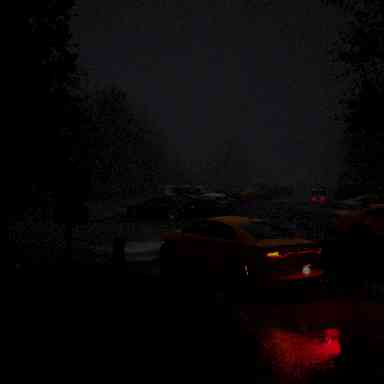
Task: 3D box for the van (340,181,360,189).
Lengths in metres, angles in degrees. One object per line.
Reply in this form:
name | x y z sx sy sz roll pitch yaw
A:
van | 38.061 -1.671 80.171 4.442 1.987 1.878 1 2 24

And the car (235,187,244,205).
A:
car | 1.508 0.593 29.684 5.366 1.575 1.946 1 3 24

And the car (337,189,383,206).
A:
car | 16.635 0.474 32.007 4.792 1.488 2.163 1 3 24

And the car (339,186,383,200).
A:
car | 20.073 0.134 39.559 4.792 1.488 2.163 1 3 24

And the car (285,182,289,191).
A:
car | 13.755 -0.568 57.623 4.792 1.488 2.163 1 2 24

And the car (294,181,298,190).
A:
car | 18.303 -0.981 67.746 4.892 1.521 2.231 1 2 24

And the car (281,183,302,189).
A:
car | 23.969 -1.422 80.410 4.674 1.452 2.002 1 2 24

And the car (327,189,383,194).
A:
car | 13.105 0.799 24.491 5.366 1.575 1.946 1 3 24

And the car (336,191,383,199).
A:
car | 9.966 1.034 16.930 4.553 1.767 2.185 1 3 24

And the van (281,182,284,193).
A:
van | 11.625 -0.629 52.488 4.442 1.987 1.878 1 2 24

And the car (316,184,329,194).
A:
car | 22.384 -0.568 56.910 1.882 1.535 5.008 1 2 24

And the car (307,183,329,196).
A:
car | 18.186 -0.197 47.515 2.128 1.511 4.902 1 2 24

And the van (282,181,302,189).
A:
van | 24.992 -1.786 82.982 4.442 1.987 1.878 1 2 24

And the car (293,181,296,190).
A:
car | 17.183 -0.884 65.207 4.892 1.521 2.231 1 2 24

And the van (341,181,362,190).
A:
van | 37.090 -1.567 77.428 4.442 1.987 1.878 1 2 24

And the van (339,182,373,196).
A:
van | 24.456 -0.515 49.717 4.442 1.987 1.878 1 2 24

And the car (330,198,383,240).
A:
car | 8.803 1.279 14.423 5.008 1.535 2.097 1 3 24

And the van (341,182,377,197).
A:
van | 23.539 -0.416 47.094 4.442 1.987 1.878 1 2 24

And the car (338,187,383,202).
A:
car | 18.997 0.238 37.151 4.792 1.488 2.163 1 3 24

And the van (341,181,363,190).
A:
van | 36.012 -1.475 75.014 4.442 1.987 1.878 1 2 24

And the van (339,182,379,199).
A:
van | 21.069 -0.224 42.116 4.442 1.987 1.878 1 3 24

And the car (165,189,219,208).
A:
car | -0.920 0.834 24.693 5.008 1.535 2.097 1 3 24

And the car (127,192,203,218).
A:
car | -2.083 0.983 22.176 4.792 1.488 2.163 1 3 24

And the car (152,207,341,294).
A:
car | 0.942 1.359 8.600 1.882 1.535 5.008 2 -1 -32

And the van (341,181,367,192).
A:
van | 31.495 -1.092 64.903 4.442 1.987 1.878 1 2 24

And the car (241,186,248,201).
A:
car | 2.476 0.474 32.290 4.892 1.521 2.231 1 3 24

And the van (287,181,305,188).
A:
van | 28.380 -2.000 90.569 4.442 1.987 1.878 1 1 24

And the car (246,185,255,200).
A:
car | 3.432 0.347 34.900 5.366 1.575 1.946 1 3 24

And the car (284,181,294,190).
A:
car | 15.876 -0.795 62.752 5.366 1.575 1.946 1 2 24

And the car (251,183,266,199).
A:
car | 5.745 0.104 40.074 5.366 1.575 1.946 1 3 24

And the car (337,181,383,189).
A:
car | 15.558 0.314 29.445 5.566 2.045 2.435 1 3 24

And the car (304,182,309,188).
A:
car | 26.256 -1.905 85.455 5.566 2.045 2.435 1 2 24

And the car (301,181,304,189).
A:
car | 22.830 -1.367 77.879 5.008 1.535 2.097 1 2 24

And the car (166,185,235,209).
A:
car | 0.232 0.463 27.204 5.566 2.045 2.435 1 3 24

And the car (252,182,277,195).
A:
car | 9.285 -0.335 47.462 4.553 1.767 2.185 1 3 24

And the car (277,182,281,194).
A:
car | 10.414 -0.279 49.999 4.792 1.488 2.163 1 2 24

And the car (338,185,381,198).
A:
car | 22.308 -0.096 44.620 5.008 1.535 2.097 1 2 24

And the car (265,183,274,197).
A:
car | 7.165 0.000 42.343 5.366 1.575 1.946 1 3 24

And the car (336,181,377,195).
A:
car | 25.665 -0.635 52.207 5.566 2.045 2.435 1 2 24

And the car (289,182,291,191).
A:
car | 14.887 -0.664 60.157 4.792 1.488 2.163 1 2 24

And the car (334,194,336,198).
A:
car | 10.989 1.074 19.375 4.792 1.488 2.163 1 3 24

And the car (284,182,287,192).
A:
car | 12.624 -0.472 55.090 4.792 1.488 2.163 1 2 24
